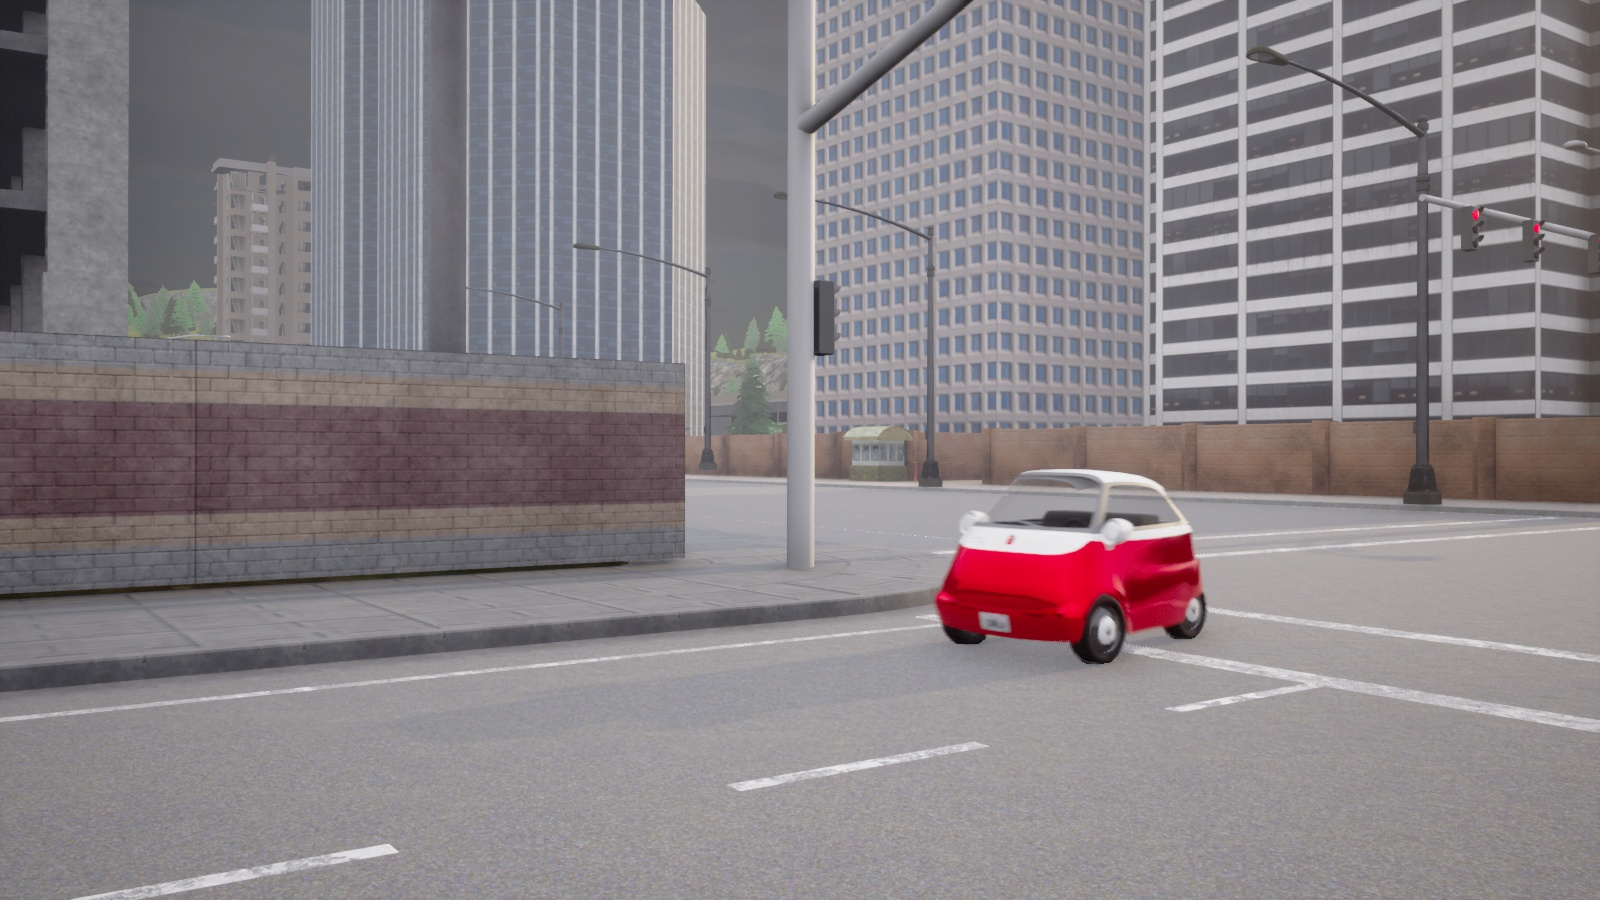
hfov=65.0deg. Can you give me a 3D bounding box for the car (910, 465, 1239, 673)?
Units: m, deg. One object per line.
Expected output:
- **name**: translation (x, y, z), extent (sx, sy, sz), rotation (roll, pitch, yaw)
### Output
- **car**: translation (2.157, 0.819, 9.759), extent (2.207, 1.376, 1.481), rotation (0, 0, -42)
